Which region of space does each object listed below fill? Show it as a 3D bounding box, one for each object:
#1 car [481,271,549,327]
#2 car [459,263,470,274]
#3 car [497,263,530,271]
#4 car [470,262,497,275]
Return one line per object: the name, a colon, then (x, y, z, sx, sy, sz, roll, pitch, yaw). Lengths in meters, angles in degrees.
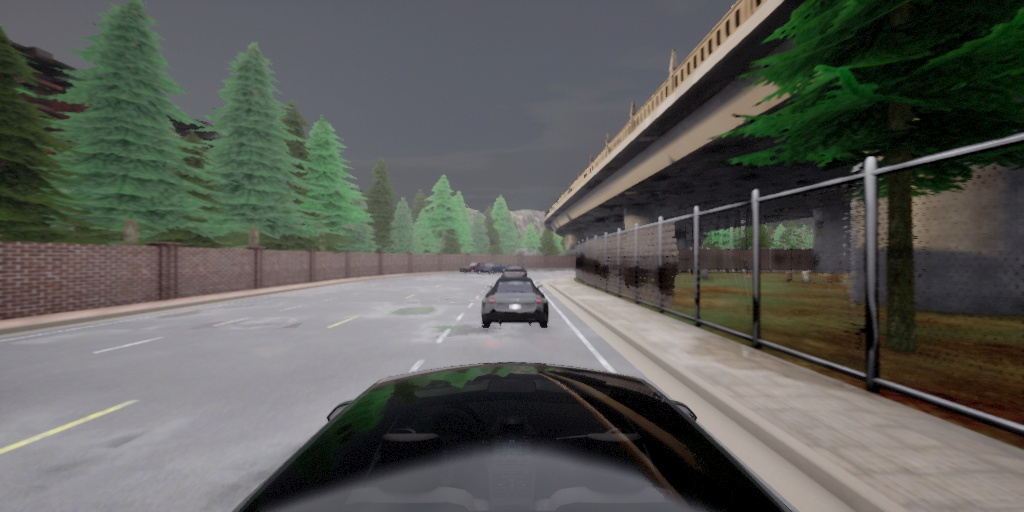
car: (0.091, 1.372, 11.810, 1.994, 1.385, 4.181, 0, 0, 0)
car: (-4.777, 1.485, 46.301, 1.882, 1.535, 5.008, -1, -1, 32)
car: (0.306, 1.391, 27.553, 2.128, 1.511, 4.902, 0, 0, 4)
car: (-2.444, 1.540, 43.671, 2.033, 1.411, 5.357, 0, 0, 30)
